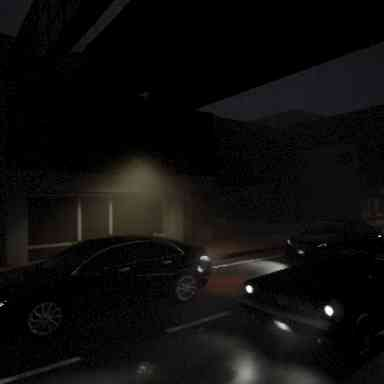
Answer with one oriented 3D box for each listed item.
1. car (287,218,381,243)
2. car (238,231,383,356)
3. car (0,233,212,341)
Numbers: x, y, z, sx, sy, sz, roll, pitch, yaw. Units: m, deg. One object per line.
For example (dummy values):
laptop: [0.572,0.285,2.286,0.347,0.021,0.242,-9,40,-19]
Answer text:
car: [5.491,1.729,12.590,4.674,1.442,1.812,0,-2,-37]
car: [3.106,1.703,6.361,4.718,1.301,1.895,0,-2,-38]
car: [-1.770,1.706,7.032,4.892,1.490,1.837,0,-2,-38]
